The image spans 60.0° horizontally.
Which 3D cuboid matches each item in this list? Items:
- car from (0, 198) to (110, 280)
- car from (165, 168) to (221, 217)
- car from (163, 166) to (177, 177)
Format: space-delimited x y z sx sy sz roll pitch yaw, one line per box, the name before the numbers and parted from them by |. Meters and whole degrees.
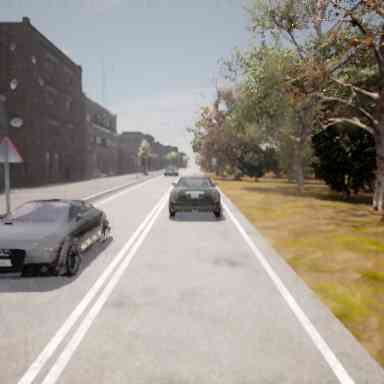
car | -3.345 0.877 7.860 1.994 1.385 4.181 0 6 0
car | 0.116 -0.031 14.984 2.097 1.767 4.553 0 6 0
car | -3.176 -3.246 50.795 2.097 1.767 4.553 0 5 1
